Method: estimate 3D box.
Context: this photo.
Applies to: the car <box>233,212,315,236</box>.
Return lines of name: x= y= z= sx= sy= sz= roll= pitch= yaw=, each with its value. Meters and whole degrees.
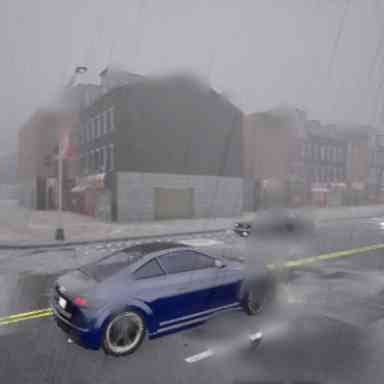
car: x=4.444 y=1.766 z=17.891 sx=4.718 sy=1.301 sz=1.895 roll=0 pitch=-1 yaw=-36

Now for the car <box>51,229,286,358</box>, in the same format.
car: x=-0.344 y=1.637 z=6.209 sx=4.181 sy=1.385 sz=1.994 roll=0 pitch=-1 yaw=-36
